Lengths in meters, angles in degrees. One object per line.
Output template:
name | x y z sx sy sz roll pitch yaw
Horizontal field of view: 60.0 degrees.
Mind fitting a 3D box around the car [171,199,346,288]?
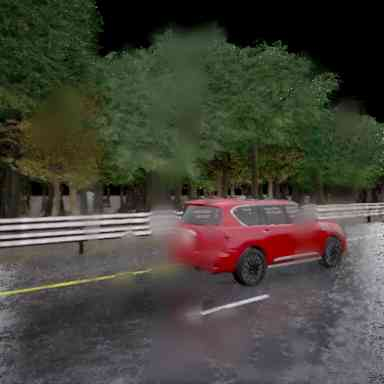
car | 2.062 1.209 9.506 5.566 2.045 2.150 0 0 -35
